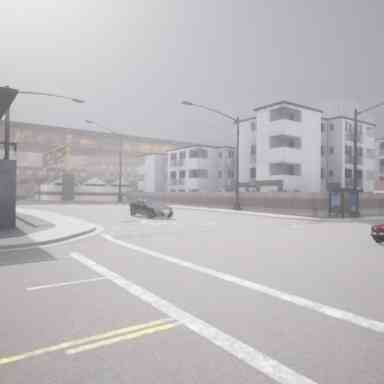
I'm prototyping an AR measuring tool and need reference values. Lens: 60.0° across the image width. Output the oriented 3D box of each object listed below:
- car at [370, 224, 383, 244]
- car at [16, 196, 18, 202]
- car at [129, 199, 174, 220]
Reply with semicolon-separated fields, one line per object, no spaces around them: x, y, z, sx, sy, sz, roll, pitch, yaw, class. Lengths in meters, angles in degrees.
10.307;1.759;15.457;4.718;1.301;1.895;1;0;-35;car
-24.607;0.503;42.448;4.553;1.767;2.097;1;0;17;car
-3.358;1.322;26.946;2.128;1.511;4.902;1;1;-37;car
